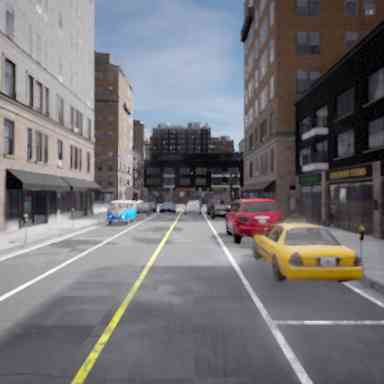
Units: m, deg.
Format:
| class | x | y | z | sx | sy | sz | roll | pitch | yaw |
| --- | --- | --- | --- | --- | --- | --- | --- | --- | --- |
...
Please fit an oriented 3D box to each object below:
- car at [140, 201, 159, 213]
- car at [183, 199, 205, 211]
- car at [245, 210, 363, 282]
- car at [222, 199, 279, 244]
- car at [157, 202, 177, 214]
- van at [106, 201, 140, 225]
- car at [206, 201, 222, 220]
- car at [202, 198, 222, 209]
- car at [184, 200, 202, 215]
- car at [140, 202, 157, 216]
| class | x | y | z | sx | sy | sz | roll | pitch | yaw |
| --- | --- | --- | --- | --- | --- | --- | --- | --- | --- |
| car | -5.388 | 1.919 | 42.695 | 1.947 | 1.339 | 4.313 | 0 | 0 | 0 |
| car | 0.378 | 1.906 | 49.714 | 2.128 | 1.511 | 4.902 | 0 | -1 | 13 |
| car | 3.025 | 1.539 | 9.950 | 1.801 | 1.575 | 5.366 | 0 | 0 | 0 |
| car | 2.981 | 1.360 | 16.792 | 2.150 | 2.045 | 5.566 | 0 | 0 | 0 |
| car | -2.811 | 1.876 | 39.673 | 2.033 | 1.411 | 5.357 | 0 | -1 | 0 |
| van | -5.387 | 1.554 | 25.711 | 1.690 | 1.788 | 3.998 | 0 | 0 | 0 |
| car | 2.638 | 1.825 | 31.371 | 1.947 | 1.339 | 4.313 | 0 | 0 | 0 |
| car | 2.638 | 1.621 | 37.035 | 2.192 | 1.841 | 5.009 | 0 | 0 | 0 |
| car | 0.085 | 1.845 | 38.543 | 1.812 | 1.442 | 4.674 | 0 | 0 | 0 |
| car | -5.387 | 1.857 | 37.033 | 2.008 | 1.369 | 4.403 | 0 | 0 | 0 |
